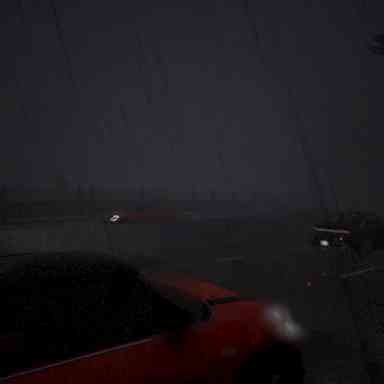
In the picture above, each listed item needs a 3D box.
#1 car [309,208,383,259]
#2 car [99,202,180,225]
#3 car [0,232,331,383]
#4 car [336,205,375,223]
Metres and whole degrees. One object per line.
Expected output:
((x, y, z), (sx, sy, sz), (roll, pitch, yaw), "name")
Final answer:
((6.459, 1.513, 12.659), (4.902, 1.511, 2.128), (0, 0, -36), "car")
((-2.965, 1.366, 19.077), (4.553, 1.767, 2.097), (0, 0, -35), "car")
((-1.036, 1.354, 3.009), (4.553, 1.767, 2.097), (0, 0, -36), "car")
((19.344, 2.634, 39.242), (4.553, 1.767, 2.097), (7, -4, -35), "car")
